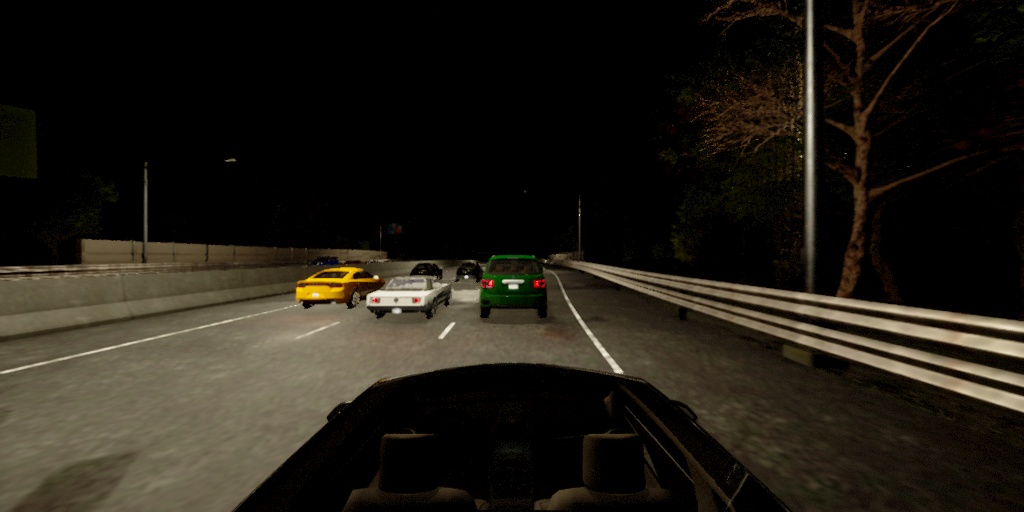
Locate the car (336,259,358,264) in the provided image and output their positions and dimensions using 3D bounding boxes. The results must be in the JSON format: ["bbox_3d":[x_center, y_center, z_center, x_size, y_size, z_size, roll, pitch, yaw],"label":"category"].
[{"bbox_3d":[-24.557,1.383,55.121,1.812,1.442,4.674,0,0,0],"label":"car"}]

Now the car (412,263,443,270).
[{"bbox_3d":[-6.932,1.302,29.517,1.837,1.490,4.892,0,0,0],"label":"car"}]

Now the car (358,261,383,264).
[{"bbox_3d":[-21.056,1.404,55.016,2.033,1.411,5.357,0,0,1],"label":"car"}]

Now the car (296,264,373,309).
[{"bbox_3d":[-6.928,1.247,15.148,1.882,1.535,5.008,0,-1,0],"label":"car"}]

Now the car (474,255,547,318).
[{"bbox_3d":[0.064,0.990,13.281,2.150,2.045,5.566,0,0,0],"label":"car"}]

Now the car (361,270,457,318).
[{"bbox_3d":[-3.439,1.367,12.992,1.895,1.301,4.718,0,0,0],"label":"car"}]

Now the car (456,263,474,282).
[{"bbox_3d":[-3.432,1.302,29.496,1.837,1.490,4.892,0,0,0],"label":"car"}]

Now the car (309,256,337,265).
[{"bbox_3d":[-28.057,1.074,53.748,2.150,2.045,5.566,0,0,0],"label":"car"}]
